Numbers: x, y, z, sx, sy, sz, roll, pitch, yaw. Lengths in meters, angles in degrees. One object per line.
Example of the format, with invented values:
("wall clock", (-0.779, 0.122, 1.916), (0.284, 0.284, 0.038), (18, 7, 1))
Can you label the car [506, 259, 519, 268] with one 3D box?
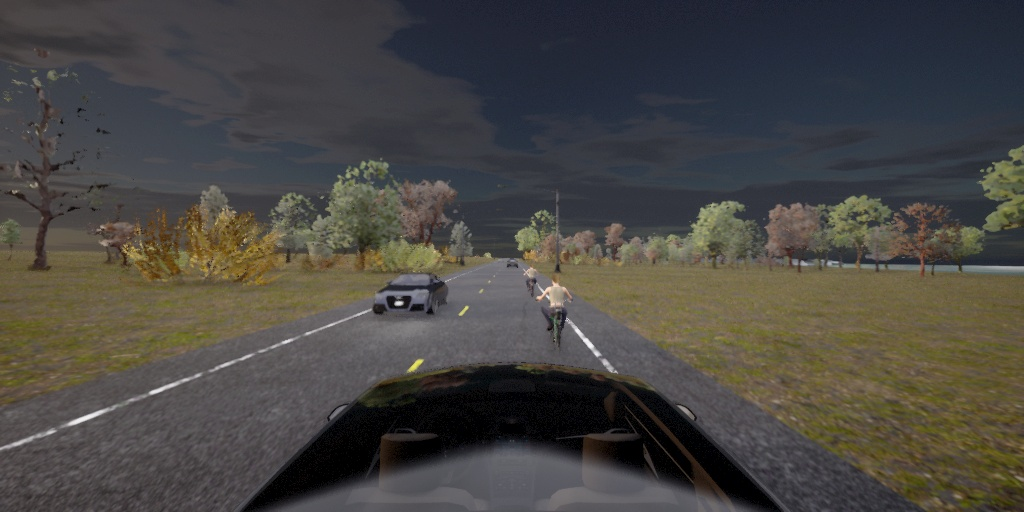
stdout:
("car", (0.088, 1.284, 61.792), (1.812, 1.442, 4.674), (0, 0, 0))

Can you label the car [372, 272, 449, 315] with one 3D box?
("car", (-3.602, 1.316, 13.409), (1.994, 1.385, 4.181), (0, 0, 0))

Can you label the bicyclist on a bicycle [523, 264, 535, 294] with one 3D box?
("bicyclist on a bicycle", (0.978, 1.189, 17.960), (0.866, 1.612, 1.509), (0, 0, 0))

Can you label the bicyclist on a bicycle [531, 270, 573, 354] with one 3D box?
("bicyclist on a bicycle", (0.943, 1.188, 7.798), (0.866, 1.612, 1.509), (0, 0, 0))
